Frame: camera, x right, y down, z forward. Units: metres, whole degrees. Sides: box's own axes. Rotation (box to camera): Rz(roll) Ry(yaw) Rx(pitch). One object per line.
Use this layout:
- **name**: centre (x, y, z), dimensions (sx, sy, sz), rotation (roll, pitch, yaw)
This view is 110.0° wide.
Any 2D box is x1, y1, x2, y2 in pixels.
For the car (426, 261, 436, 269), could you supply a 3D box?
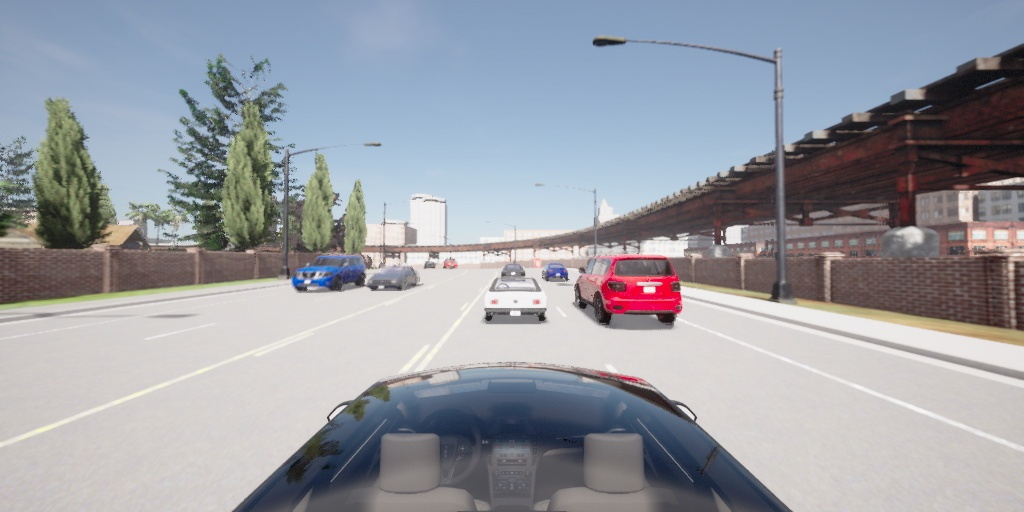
- **car**: centre (-14.356, 1.565, 62.902), dimensions (1.882, 1.535, 5.008), rotation (1, -2, -15)

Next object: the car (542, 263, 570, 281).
- **car**: centre (3.606, 1.289, 30.328), dimensions (1.812, 1.442, 4.674), rotation (0, 0, 0)

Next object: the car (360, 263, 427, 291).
- **car**: centre (-7.096, 1.307, 22.121), dimensions (2.033, 1.411, 5.357), rotation (0, 0, 0)

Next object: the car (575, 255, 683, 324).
- **car**: centre (3.604, 0.976, 12.076), dimensions (2.150, 2.045, 5.566), rotation (0, 0, 0)

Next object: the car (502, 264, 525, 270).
- **car**: centre (0.106, 1.327, 29.804), dimensions (1.994, 1.385, 4.181), rotation (0, 0, 0)

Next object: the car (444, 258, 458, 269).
- **car**: centre (-10.901, 1.333, 63.702), dimensions (2.150, 2.045, 5.566), rotation (1, -2, -15)

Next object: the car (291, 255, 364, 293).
- **car**: centre (-10.595, 0.980, 21.342), dimensions (2.150, 2.045, 5.566), rotation (0, 0, 0)

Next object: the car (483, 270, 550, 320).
- **car**: centre (0.103, 1.356, 12.548), dimensions (1.895, 1.301, 4.718), rotation (0, 0, 0)
